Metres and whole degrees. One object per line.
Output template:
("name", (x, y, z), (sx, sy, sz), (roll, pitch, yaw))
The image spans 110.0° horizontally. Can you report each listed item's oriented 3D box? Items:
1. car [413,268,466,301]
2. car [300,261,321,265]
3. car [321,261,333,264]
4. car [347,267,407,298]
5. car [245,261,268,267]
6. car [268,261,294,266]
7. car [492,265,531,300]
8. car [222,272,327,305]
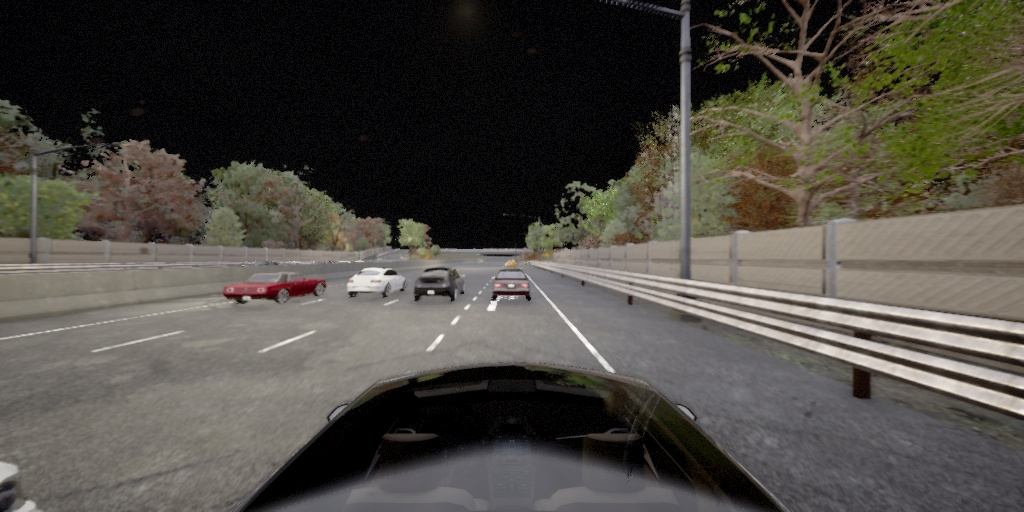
("car", (-3.437, 1.303, 17.601), (1.837, 1.490, 4.892), (0, 0, 0))
("car", (-24.659, 1.370, 46.079), (2.128, 1.511, 4.902), (0, 0, 0))
("car", (-21.170, 1.478, 44.435), (1.895, 1.301, 4.718), (0, 0, 0))
("car", (-6.956, 1.320, 18.801), (1.812, 1.442, 4.674), (0, 0, 0))
("car", (-31.652, 1.351, 45.527), (2.128, 1.511, 4.902), (0, 0, 0))
("car", (-28.155, 1.469, 45.535), (1.895, 1.301, 4.718), (0, 0, 0))
("car", (-0.039, 1.355, 18.193), (2.033, 1.411, 5.357), (0, 0, 0))
("car", (-10.433, 1.378, 16.328), (1.895, 1.301, 4.718), (0, 0, 0))
